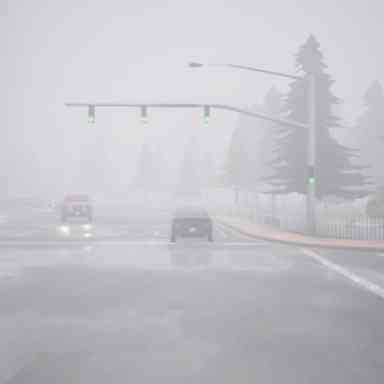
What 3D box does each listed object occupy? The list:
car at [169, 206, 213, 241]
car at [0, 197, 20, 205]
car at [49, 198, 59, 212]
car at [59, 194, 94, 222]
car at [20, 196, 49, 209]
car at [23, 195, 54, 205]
[{"bbox_3d":[-0.109,1.435,16.479,1.882,1.535,5.008,0,0,-3],"label":"car"},{"bbox_3d":[-27.211,1.435,52.660,5.357,1.411,2.033,0,0,23],"label":"car"},{"bbox_3d":[-13.457,1.467,35.552,2.033,1.411,5.357,0,0,-33],"label":"car"},{"bbox_3d":[-9.077,1.154,26.205,2.150,2.045,5.566,0,0,-20],"label":"car"},{"bbox_3d":[-20.150,1.396,43.568,4.902,1.511,2.128,0,0,43],"label":"car"},{"bbox_3d":[-25.835,1.366,55.870,5.008,1.535,1.882,0,0,23],"label":"car"}]
